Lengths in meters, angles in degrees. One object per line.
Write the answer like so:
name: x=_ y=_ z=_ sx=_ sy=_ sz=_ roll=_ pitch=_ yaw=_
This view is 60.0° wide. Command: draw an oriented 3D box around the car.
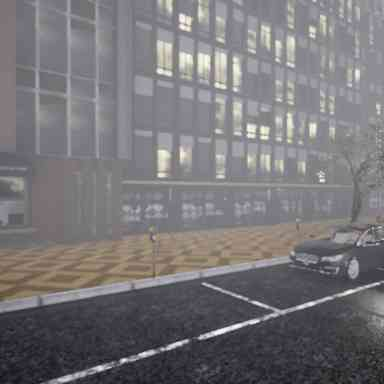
car: x=4.764 y=1.644 z=9.971 sx=4.403 sy=1.369 sz=2.008 roll=1 pitch=-1 yaw=-36
